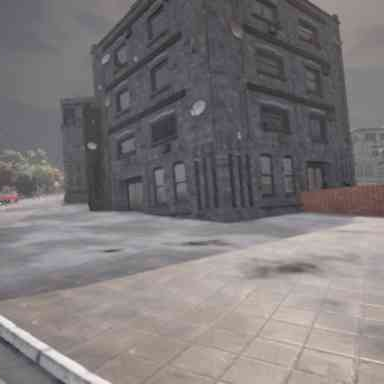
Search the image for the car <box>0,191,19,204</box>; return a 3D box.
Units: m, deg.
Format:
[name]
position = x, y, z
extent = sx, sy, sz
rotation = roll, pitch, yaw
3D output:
[car]
position = -29.700, 0.905, 53.065
extent = 2.150, 2.045, 5.566
rotation = -4, 3, -7
